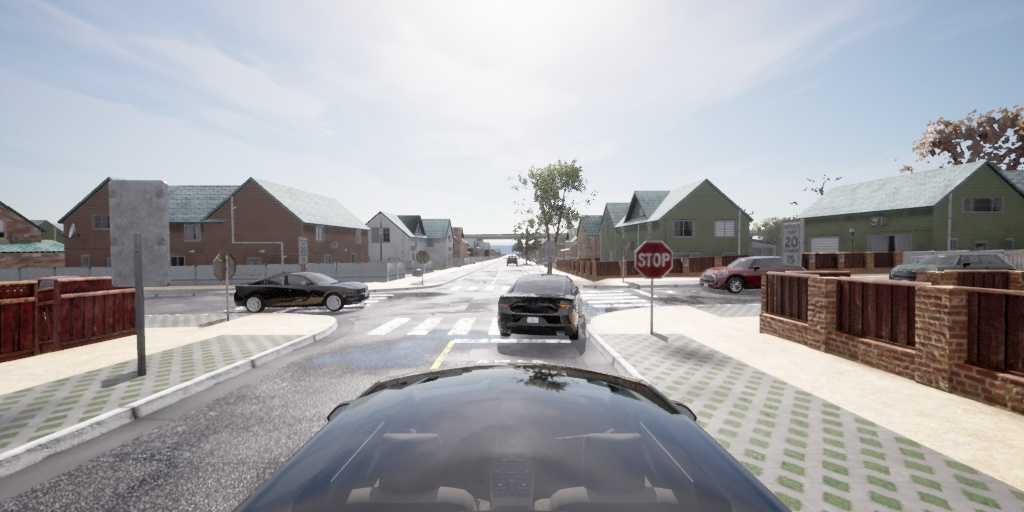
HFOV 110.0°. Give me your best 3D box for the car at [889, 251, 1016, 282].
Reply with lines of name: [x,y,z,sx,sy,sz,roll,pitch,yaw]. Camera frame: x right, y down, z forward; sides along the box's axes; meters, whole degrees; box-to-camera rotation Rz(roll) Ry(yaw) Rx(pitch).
car: [21.711,0.645,17.783,4.553,1.767,2.097,-1,2,0]

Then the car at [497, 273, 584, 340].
car: [0.962,1.224,10.114,1.882,1.535,5.008,0,0,12]

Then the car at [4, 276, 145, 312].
car: [-18.014,1.546,14.589,5.008,1.535,1.882,-1,2,0]

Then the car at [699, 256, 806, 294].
car: [11.815,0.819,17.718,4.553,1.767,2.097,-1,2,0]

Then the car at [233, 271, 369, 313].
car: [-8.461,1.376,14.646,5.008,1.535,1.882,-1,2,0]
